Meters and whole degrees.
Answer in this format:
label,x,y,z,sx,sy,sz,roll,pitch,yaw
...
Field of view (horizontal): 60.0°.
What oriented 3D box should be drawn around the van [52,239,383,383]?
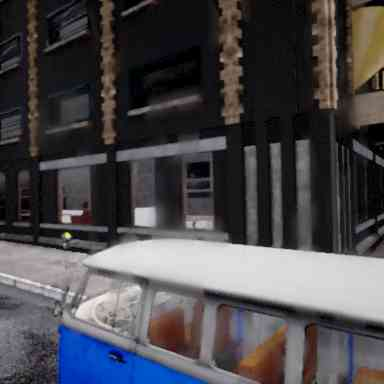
label,x,y,z,sx,sy,sz,roll,pitch,yaw
van,0.646,1.347,2.435,3.998,1.788,1.690,-1,-1,36
